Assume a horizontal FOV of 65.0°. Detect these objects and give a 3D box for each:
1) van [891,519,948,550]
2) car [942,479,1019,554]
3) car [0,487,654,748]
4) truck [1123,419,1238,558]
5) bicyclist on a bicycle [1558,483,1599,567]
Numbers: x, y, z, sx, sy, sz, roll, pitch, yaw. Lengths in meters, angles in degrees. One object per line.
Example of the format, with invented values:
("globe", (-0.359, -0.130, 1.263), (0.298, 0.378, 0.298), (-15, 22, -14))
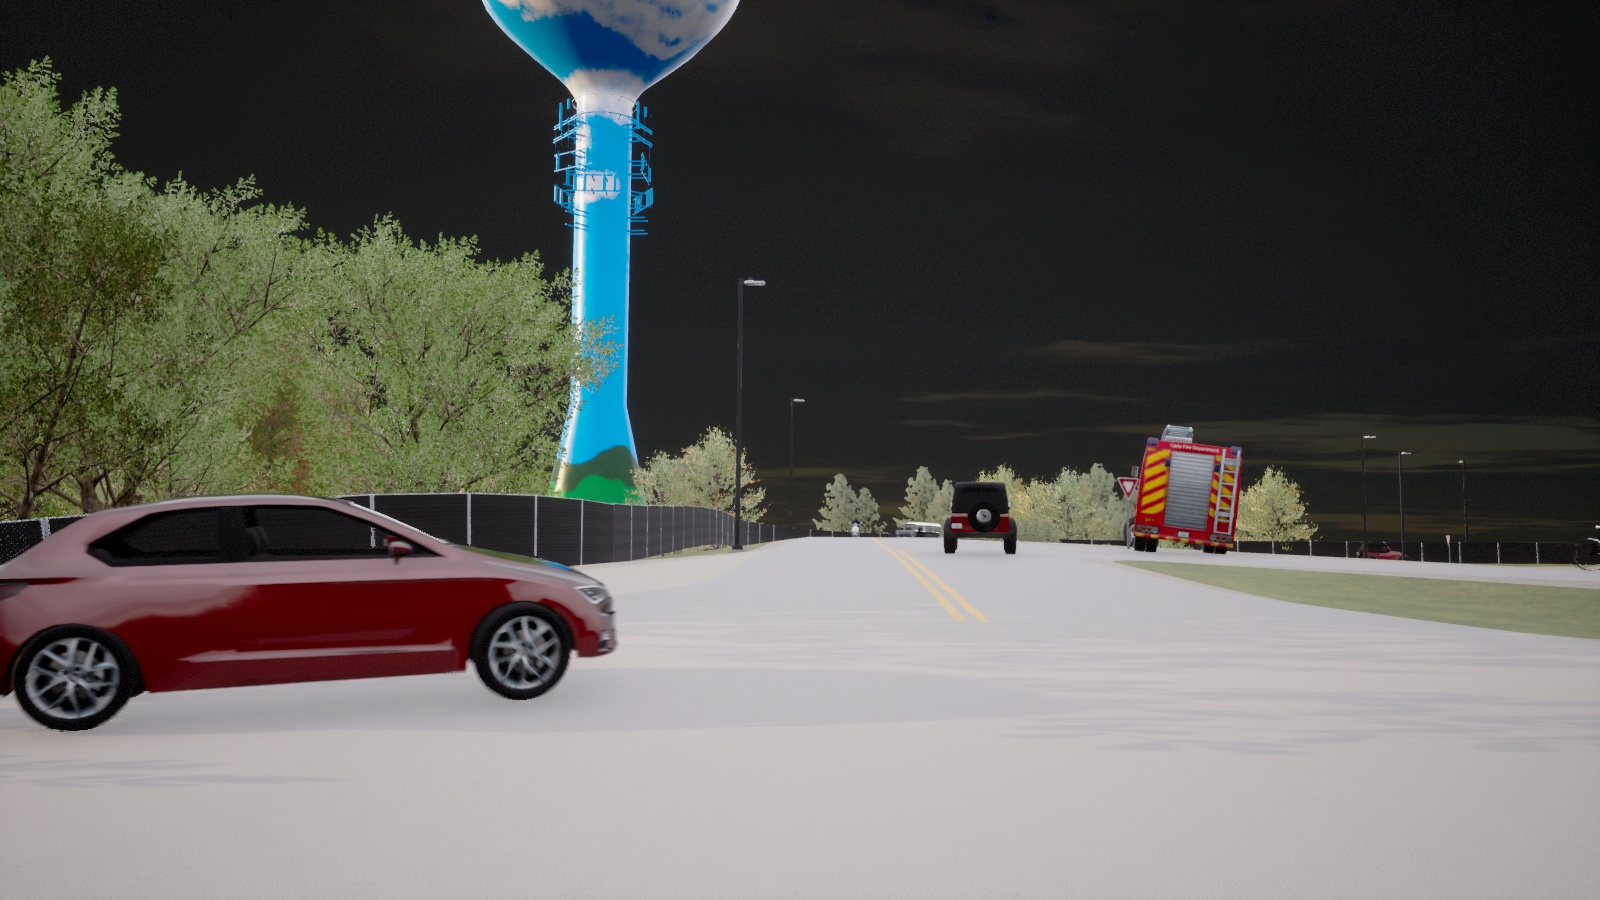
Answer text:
("van", (8.785, 6.242, 91.972), (2.069, 2.038, 4.480), (-4, -8, 36))
("car", (4.872, 1.783, 33.876), (1.905, 1.878, 3.866), (-1, -3, 8))
("car", (-3.336, 1.071, 9.107), (4.193, 1.474, 1.816), (-1, -2, -20))
("truck", (12.326, 1.383, 41.342), (2.891, 3.827, 8.468), (6, -2, 15))
("bicyclist on a bicycle", (17.252, 1.606, 26.672), (0.659, 1.776, 1.843), (3, -4, -32))
